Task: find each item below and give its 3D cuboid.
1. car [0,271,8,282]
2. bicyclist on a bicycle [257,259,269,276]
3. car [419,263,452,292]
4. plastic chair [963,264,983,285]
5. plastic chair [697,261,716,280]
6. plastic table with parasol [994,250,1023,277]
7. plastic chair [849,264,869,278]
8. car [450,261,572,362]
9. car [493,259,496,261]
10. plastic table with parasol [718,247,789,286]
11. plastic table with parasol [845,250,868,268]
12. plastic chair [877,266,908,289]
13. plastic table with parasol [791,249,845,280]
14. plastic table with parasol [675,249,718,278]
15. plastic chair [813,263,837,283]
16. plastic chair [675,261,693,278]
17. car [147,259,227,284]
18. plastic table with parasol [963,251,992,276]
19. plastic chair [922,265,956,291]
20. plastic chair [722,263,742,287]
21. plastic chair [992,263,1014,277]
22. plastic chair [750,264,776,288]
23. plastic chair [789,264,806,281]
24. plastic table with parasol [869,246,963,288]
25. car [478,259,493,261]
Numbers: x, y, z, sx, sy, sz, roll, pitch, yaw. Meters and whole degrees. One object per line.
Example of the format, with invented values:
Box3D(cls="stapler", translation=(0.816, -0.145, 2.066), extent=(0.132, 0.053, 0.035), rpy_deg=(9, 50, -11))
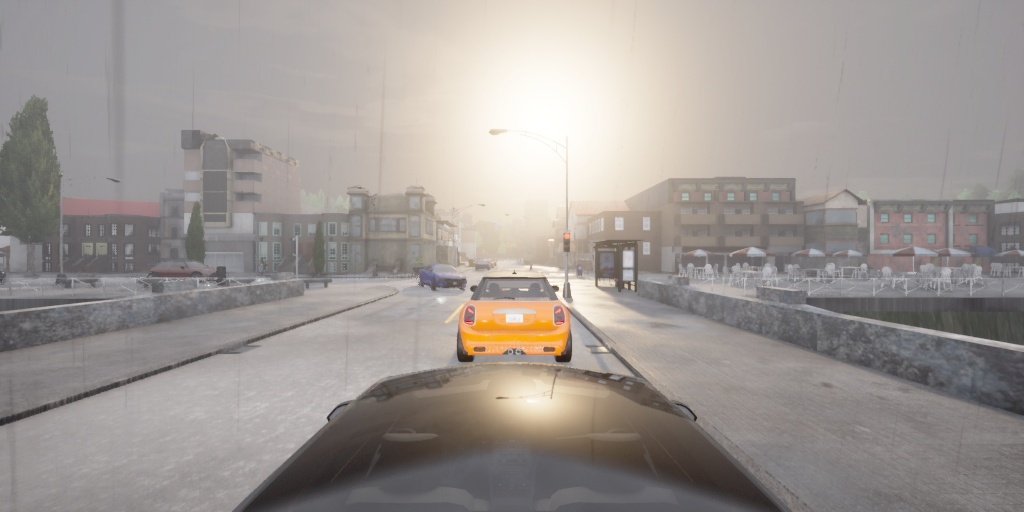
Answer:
Box3D(cls="car", translation=(-40.058, 1.275, 26.188), extent=(4.674, 1.442, 1.812), rpy_deg=(0, 0, 0))
Box3D(cls="bicyclist on a bicycle", translation=(-24.013, 1.099, 34.562), extent=(0.582, 1.620, 1.656), rpy_deg=(0, 0, 0))
Box3D(cls="car", translation=(-4.254, 1.228, 21.825), extent=(1.882, 1.535, 5.008), rpy_deg=(2, -1, -28))
Box3D(cls="plastic chair", translation=(30.504, 1.279, 23.805), extent=(0.750, 1.272, 0.730), rpy_deg=(0, 0, 0))
Box3D(cls="plastic chair", translation=(15.805, 1.279, 29.210), extent=(0.750, 1.272, 0.730), rpy_deg=(0, 0, 0))
Box3D(cls="plastic table with parasol", translation=(46.707, 0.675, 33.180), extent=(2.482, 2.480, 2.482), rpy_deg=(0, 0, 0))
Box3D(cls="plastic chair", translation=(29.906, 1.279, 30.805), extent=(0.750, 1.272, 0.730), rpy_deg=(0, 0, 0))
Box3D(cls="car", translation=(0.062, 1.102, 8.353), extent=(2.097, 1.767, 4.553), rpy_deg=(0, 0, 1))
Box3D(cls="car", translation=(-4.068, 1.228, 60.682), extent=(1.882, 1.535, 5.008), rpy_deg=(0, 0, 0))
Box3D(cls="plastic table with parasol", translation=(15.173, 0.675, 22.670), extent=(2.482, 2.480, 2.482), rpy_deg=(0, 0, 0))
Box3D(cls="plastic table with parasol", translation=(30.236, 0.675, 32.175), extent=(2.482, 2.480, 2.482), rpy_deg=(0, 0, 0))
Box3D(cls="plastic chair", translation=(22.603, 1.279, 21.308), extent=(0.730, 1.272, 0.750), rpy_deg=(0, 0, 0))
Box3D(cls="plastic table with parasol", translation=(22.905, 0.675, 27.458), extent=(2.482, 2.480, 2.482), rpy_deg=(0, 0, 0))
Box3D(cls="plastic table with parasol", translation=(15.926, 0.675, 30.490), extent=(2.482, 2.480, 2.482), rpy_deg=(0, 0, 0))
Box3D(cls="plastic chair", translation=(22.804, 1.279, 26.108), extent=(0.750, 1.272, 0.730), rpy_deg=(0, 0, 0))
Box3D(cls="plastic chair", translation=(14.706, 1.279, 30.610), extent=(0.730, 1.272, 0.750), rpy_deg=(0, 0, 0))
Box3D(cls="car", translation=(-23.571, 1.101, 26.164), extent=(4.553, 1.767, 2.097), rpy_deg=(0, 0, 0))
Box3D(cls="plastic table with parasol", translation=(30.514, 0.675, 25.085), extent=(2.482, 2.480, 2.482), rpy_deg=(0, 0, 0))
Box3D(cls="plastic chair", translation=(23.702, 1.279, 19.907), extent=(0.750, 1.272, 0.730), rpy_deg=(0, 0, 0))
Box3D(cls="plastic chair", translation=(13.903, 1.279, 22.811), extent=(0.730, 1.272, 0.750), rpy_deg=(0, 0, 0))
Box3D(cls="plastic chair", translation=(45.507, 1.279, 33.301), extent=(0.730, 1.272, 0.750), rpy_deg=(0, 0, 0))
Box3D(cls="plastic chair", translation=(15.003, 1.279, 21.410), extent=(0.750, 1.272, 0.730), rpy_deg=(0, 0, 0))
Box3D(cls="plastic chair", translation=(21.705, 1.279, 27.508), extent=(0.730, 1.272, 0.750), rpy_deg=(0, 0, 0))
Box3D(cls="plastic table with parasol", translation=(23.803, 0.675, 21.257), extent=(2.482, 2.480, 2.482), rpy_deg=(0, 0, 0))
Box3D(cls="car", translation=(-4.088, 1.228, 51.032), extent=(1.882, 1.535, 5.008), rpy_deg=(0, 0, 0))
